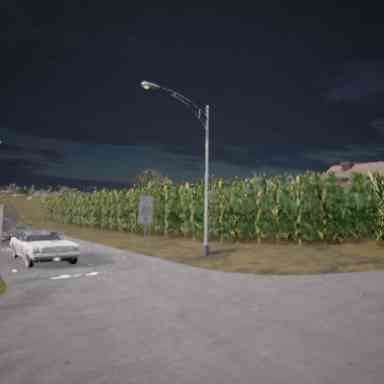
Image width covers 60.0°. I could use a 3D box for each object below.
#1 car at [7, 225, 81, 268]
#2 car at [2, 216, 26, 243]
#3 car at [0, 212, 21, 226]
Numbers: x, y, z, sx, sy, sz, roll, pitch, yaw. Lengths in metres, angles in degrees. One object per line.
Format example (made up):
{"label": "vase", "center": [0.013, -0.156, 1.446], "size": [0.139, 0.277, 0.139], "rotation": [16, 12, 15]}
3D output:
{"label": "car", "center": [-6.311, 2.272, 14.129], "size": [1.895, 1.301, 4.718], "rotation": [4, -4, -37]}
{"label": "car", "center": [-11.761, 2.554, 21.722], "size": [1.837, 1.490, 4.892], "rotation": [3, -4, -35]}
{"label": "car", "center": [-24.277, 3.570, 44.379], "size": [1.882, 1.535, 5.008], "rotation": [3, -3, -35]}
